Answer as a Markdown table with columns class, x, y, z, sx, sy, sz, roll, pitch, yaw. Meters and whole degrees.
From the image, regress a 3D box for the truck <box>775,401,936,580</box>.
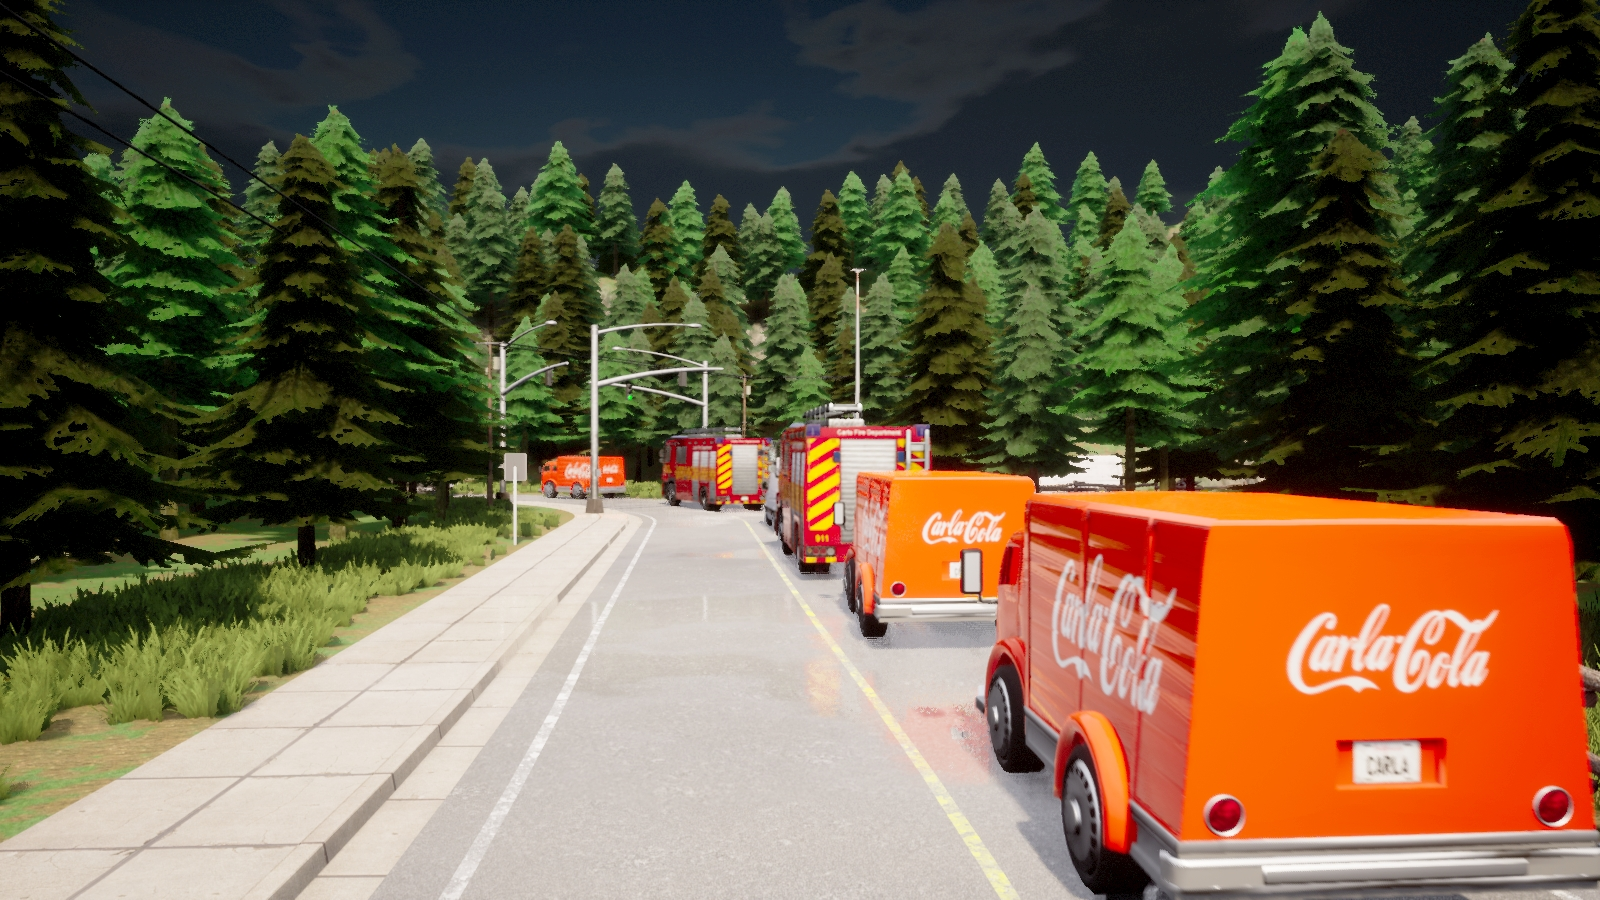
| class | x | y | z | sx | sy | sz | roll | pitch | yaw |
| --- | --- | --- | --- | --- | --- | --- | --- | --- | --- |
| truck | 1.110 | 0.863 | 28.691 | 2.891 | 3.827 | 8.468 | 0 | 0 | -5 |

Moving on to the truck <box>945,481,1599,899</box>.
| class | x | y | z | sx | sy | sz | roll | pitch | yaw |
| --- | --- | --- | --- | --- | --- | --- | --- | --- | --- |
| truck | 2.925 | 1.529 | 8.583 | 2.627 | 2.467 | 5.204 | 0 | 0 | -5 |

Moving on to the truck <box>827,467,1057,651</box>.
| class | x | y | z | sx | sy | sz | roll | pitch | yaw |
| --- | --- | --- | --- | --- | --- | --- | --- | --- | --- |
| truck | 2.040 | 1.539 | 18.432 | 2.627 | 2.467 | 5.204 | 0 | 0 | -5 |

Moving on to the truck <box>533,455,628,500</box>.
| class | x | y | z | sx | sy | sz | roll | pitch | yaw |
| --- | --- | --- | --- | --- | --- | --- | --- | --- | --- |
| truck | -12.644 | 1.540 | 65.697 | 5.204 | 2.467 | 2.627 | 0 | 0 | 38 |

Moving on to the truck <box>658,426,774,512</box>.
| class | x | y | z | sx | sy | sz | roll | pitch | yaw |
| --- | --- | --- | --- | --- | --- | --- | --- | --- | --- |
| truck | -4.221 | 0.870 | 55.328 | 2.891 | 3.827 | 8.468 | 0 | 0 | -24 |
